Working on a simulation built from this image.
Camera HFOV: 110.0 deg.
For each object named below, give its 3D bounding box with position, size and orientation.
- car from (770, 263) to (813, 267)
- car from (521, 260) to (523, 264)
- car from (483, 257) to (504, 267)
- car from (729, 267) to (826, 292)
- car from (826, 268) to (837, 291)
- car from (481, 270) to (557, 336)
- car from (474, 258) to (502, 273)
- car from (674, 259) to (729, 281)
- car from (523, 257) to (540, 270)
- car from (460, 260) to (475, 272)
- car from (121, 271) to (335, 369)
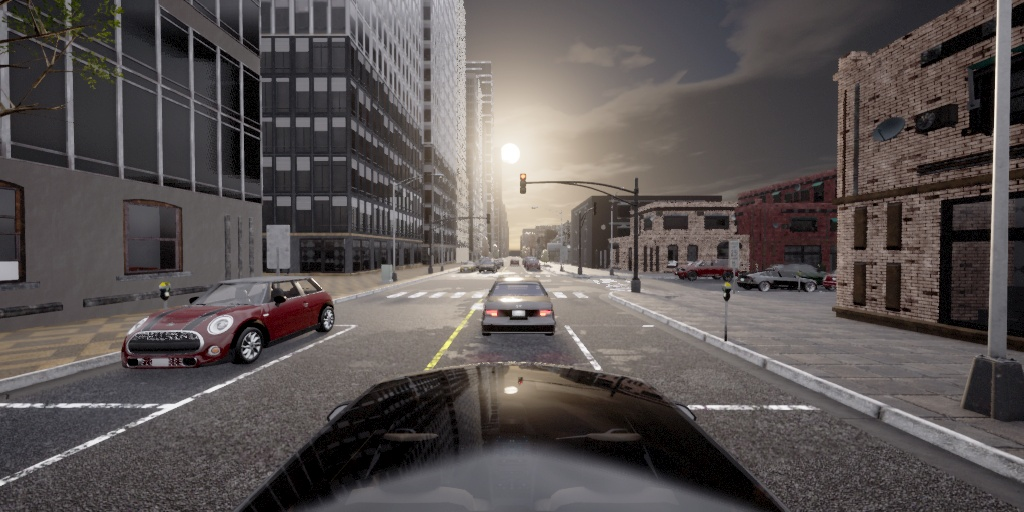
[{"bbox_3d":[20.144,1.325,25.022,4.553,1.767,2.097,1,1,1],"label":"car"},{"bbox_3d":[3.094,1.051,62.542,2.192,1.841,5.009,0,0,0],"label":"car"},{"bbox_3d":[-2.748,1.229,53.869,2.128,1.511,4.902,0,0,1],"label":"car"},{"bbox_3d":[16.548,1.546,22.501,4.313,1.339,1.948,0,0,1],"label":"car"},{"bbox_3d":[22.095,1.473,22.393,4.097,1.591,1.967,0,0,1],"label":"car"},{"bbox_3d":[0.157,1.295,10.338,2.033,1.411,5.357,0,0,0],"label":"car"},{"bbox_3d":[-2.801,1.287,43.339,2.033,1.411,5.357,0,0,4],"label":"car"},{"bbox_3d":[16.710,1.163,30.879,5.009,1.841,2.192,0,0,1],"label":"car"},{"bbox_3d":[3.018,1.178,51.254,1.967,1.591,4.097,0,0,0],"label":"car"},{"bbox_3d":[-5.539,1.265,45.552,1.751,1.417,4.829,0,0,0],"label":"car"},{"bbox_3d":[-5.654,1.188,7.774,1.967,1.591,4.097,0,0,0],"label":"car"}]
